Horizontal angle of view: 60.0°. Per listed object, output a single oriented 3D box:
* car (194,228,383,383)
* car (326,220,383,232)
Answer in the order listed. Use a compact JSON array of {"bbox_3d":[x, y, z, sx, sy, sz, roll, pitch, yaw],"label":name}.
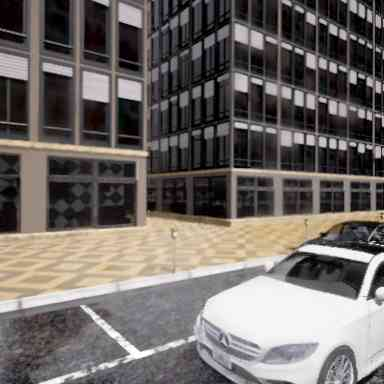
[{"bbox_3d":[2.215,1.532,4.959,4.674,1.442,1.812,0,0,-36],"label":"car"},{"bbox_3d":[5.153,1.580,10.230,4.313,1.339,1.947,0,0,-35],"label":"car"}]
